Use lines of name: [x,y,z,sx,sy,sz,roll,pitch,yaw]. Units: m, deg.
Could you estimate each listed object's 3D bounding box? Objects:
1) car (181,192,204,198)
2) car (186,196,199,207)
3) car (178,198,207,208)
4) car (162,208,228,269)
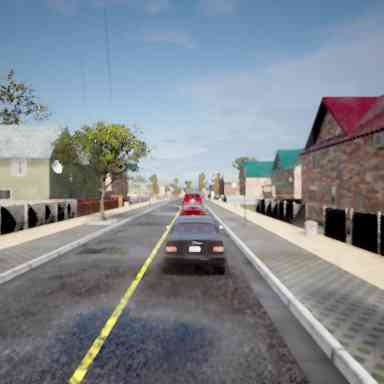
car: [0.070,1.056,34.928,2.150,2.045,5.566,0,0,1]
car: [0.056,1.339,47.392,1.812,1.442,4.674,0,0,1]
car: [0.064,1.405,22.488,1.812,1.442,4.674,0,0,0]
car: [0.083,1.484,10.931,2.033,1.411,5.357,0,0,0]
